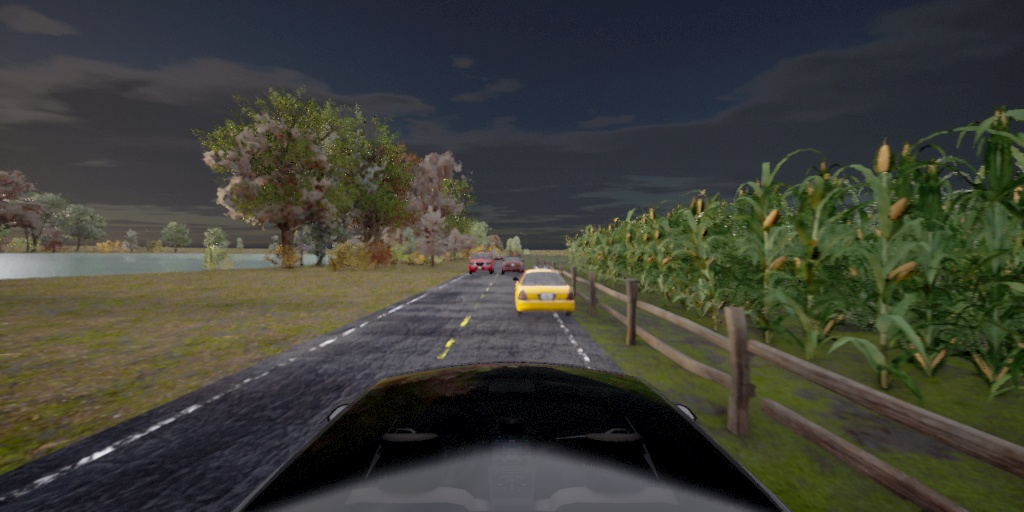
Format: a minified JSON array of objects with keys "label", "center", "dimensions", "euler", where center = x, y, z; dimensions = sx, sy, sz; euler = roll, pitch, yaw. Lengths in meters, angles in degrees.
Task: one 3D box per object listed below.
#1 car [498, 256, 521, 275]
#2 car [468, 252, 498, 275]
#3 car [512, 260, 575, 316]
[{"label":"car","center":[0.103,0.763,33.589],"dimensions":[2.097,1.767,4.553],"euler":[0,1,1]},{"label":"car","center":[-2.768,0.630,33.732],"dimensions":[2.150,2.045,5.566],"euler":[0,1,0]},{"label":"car","center":[0.989,1.088,12.653],"dimensions":[1.801,1.575,5.366],"euler":[0,1,0]}]
